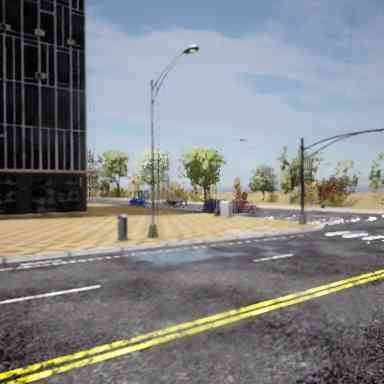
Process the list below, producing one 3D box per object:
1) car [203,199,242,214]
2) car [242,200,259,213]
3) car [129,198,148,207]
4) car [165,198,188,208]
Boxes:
[{"bbox_3d":[3.177,1.567,38.495,2.097,1.767,4.553,-1,0,-33],"label":"car"},{"bbox_3d":[6.004,1.706,40.114,1.812,1.442,4.674,-1,0,-33],"label":"car"},{"bbox_3d":[-9.394,1.715,58.025,1.882,1.535,5.008,-1,0,-32],"label":"car"},{"bbox_3d":[-2.506,1.687,53.291,2.128,1.511,4.902,-1,0,-33],"label":"car"}]
